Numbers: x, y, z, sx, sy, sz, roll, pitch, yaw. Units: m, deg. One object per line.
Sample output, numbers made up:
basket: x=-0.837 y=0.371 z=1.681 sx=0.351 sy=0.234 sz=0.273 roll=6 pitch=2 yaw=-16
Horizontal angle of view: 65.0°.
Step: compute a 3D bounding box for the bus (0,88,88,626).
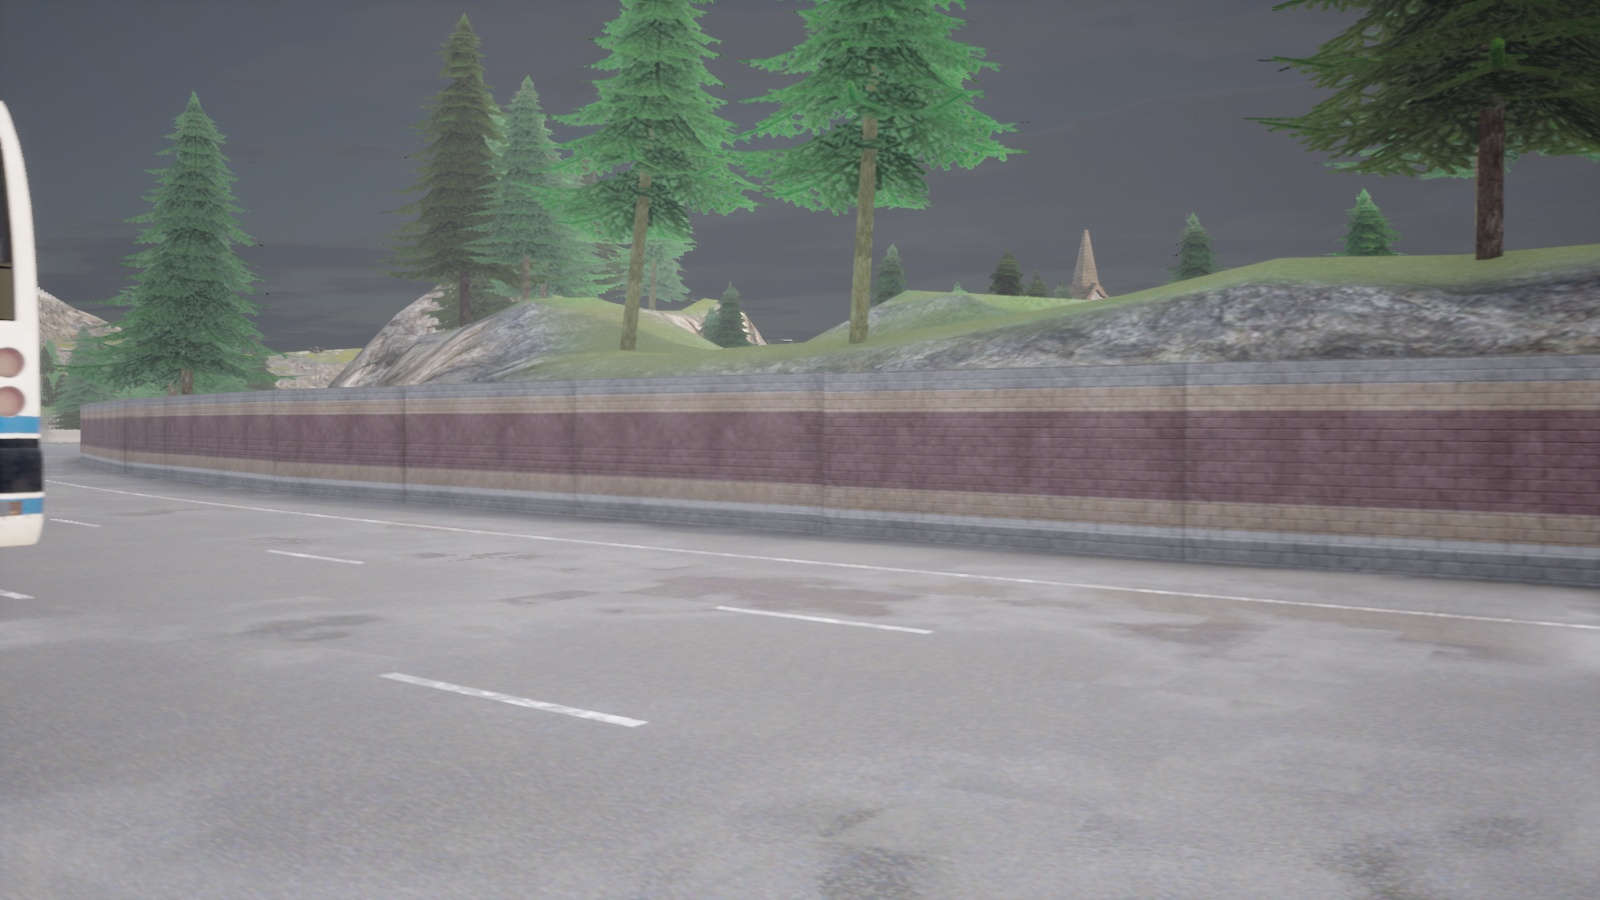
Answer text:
bus: x=-11.137 y=-0.710 z=12.194 sx=10.273 sy=4.253 sz=3.944 roll=0 pitch=2 yaw=40
